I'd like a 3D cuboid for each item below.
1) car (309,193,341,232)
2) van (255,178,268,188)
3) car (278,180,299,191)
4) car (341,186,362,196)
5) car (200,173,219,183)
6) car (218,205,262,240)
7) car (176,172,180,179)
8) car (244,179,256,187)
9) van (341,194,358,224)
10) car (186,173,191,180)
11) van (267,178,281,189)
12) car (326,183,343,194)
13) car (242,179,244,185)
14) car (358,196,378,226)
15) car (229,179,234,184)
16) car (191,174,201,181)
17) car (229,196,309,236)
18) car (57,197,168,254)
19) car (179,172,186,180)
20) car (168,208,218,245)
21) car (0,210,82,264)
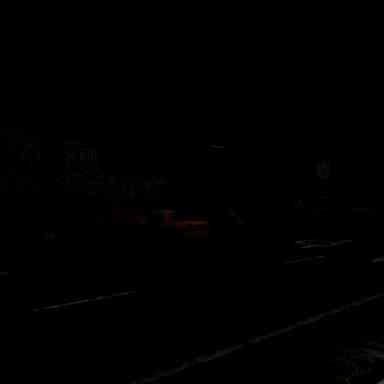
[{"bbox_3d":[5.829,1.264,20.619,5.566,2.045,2.435,-1,-1,35],"label":"car"},{"bbox_3d":[15.198,-1.769,67.239,1.878,1.987,4.442,7,4,35],"label":"van"},{"bbox_3d":[18.695,-0.997,62.412,2.231,1.521,4.892,7,3,35],"label":"car"},{"bbox_3d":[25.613,0.131,52.565,2.002,1.452,4.674,7,3,35],"label":"car"},{"bbox_3d":[4.920,-3.181,82.246,1.946,1.575,5.366,7,3,34],"label":"car"},{"bbox_3d":[0.894,1.546,17.148,4.674,1.452,2.002,-1,-1,35],"label":"car"},{"bbox_3d":[-2.243,-4.367,91.777,2.435,2.045,5.566,1,-1,34],"label":"car"},{"bbox_3d":[13.619,-1.817,69.968,1.946,1.575,5.366,7,3,35],"label":"car"},{"bbox_3d":[8.365,1.294,22.293,4.442,1.987,1.878,-1,-1,35],"label":"van"},{"bbox_3d":[1.266,-3.855,86.965,2.185,1.767,4.553,6,3,34],"label":"car"},{"bbox_3d":[16.932,-1.496,64.771,1.878,1.987,4.442,7,4,35],"label":"van"},{"bbox_3d":[23.918,-0.431,55.035,2.435,2.045,5.566,7,3,35],"label":"car"},{"bbox_3d":[11.784,-2.048,72.285,2.002,1.452,4.674,7,3,35],"label":"car"},{"bbox_3d":[10.771,1.400,24.047,4.553,1.767,2.185,-1,-1,35],"label":"car"},{"bbox_3d":[10.038,-2.322,74.744,2.002,1.452,4.674,7,3,35],"label":"car"},{"bbox_3d":[3.065,-3.704,84.502,2.435,2.045,5.566,7,3,34],"label":"car"},{"bbox_3d":[3.319,1.260,18.910,5.566,2.045,2.435,-1,-1,35],"label":"car"},{"bbox_3d":[-4.026,1.246,13.685,5.566,2.045,2.435,-1,-1,34],"label":"car"},{"bbox_3d":[-0.468,-4.090,89.432,2.185,1.767,4.553,4,1,33],"label":"car"},{"bbox_3d":[-1.709,1.501,15.516,5.366,1.575,1.946,-1,-1,34],"label":"car"},{"bbox_3d":[-6.468,1.523,11.935,4.792,1.488,2.163,-1,-1,34],"label":"car"}]
